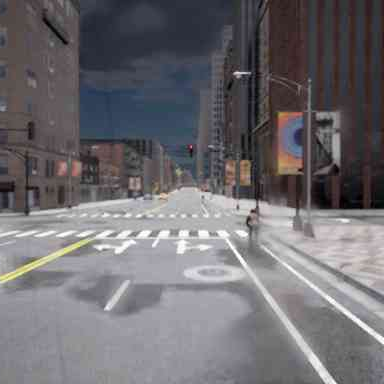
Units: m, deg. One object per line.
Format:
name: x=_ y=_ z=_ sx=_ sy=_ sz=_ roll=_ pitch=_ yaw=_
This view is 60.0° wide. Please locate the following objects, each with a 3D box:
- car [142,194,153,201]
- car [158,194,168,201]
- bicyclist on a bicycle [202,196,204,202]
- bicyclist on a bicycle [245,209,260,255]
car: x=-9.662 y=1.186 z=73.689 sx=1.812 sy=1.442 sz=4.674 roll=0 pitch=0 yaw=0
car: x=-6.412 y=1.139 z=73.685 sx=1.882 sy=1.535 sz=5.008 roll=0 pitch=0 yaw=0
bicyclist on a bicycle: x=2.335 y=1.417 z=70.911 sx=0.659 sy=1.776 sz=1.843 roll=0 pitch=0 yaw=0
bicyclist on a bicycle: x=2.265 y=1.454 z=12.312 sx=0.582 sy=1.620 sz=1.656 roll=0 pitch=0 yaw=0
